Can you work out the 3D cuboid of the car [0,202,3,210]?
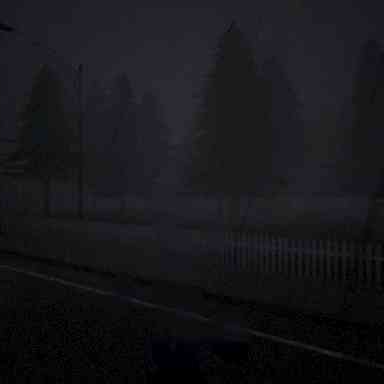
[{"bbox_3d":[-22.285,1.209,33.582,2.150,2.045,5.566,0,0,38],"label":"car"}]
